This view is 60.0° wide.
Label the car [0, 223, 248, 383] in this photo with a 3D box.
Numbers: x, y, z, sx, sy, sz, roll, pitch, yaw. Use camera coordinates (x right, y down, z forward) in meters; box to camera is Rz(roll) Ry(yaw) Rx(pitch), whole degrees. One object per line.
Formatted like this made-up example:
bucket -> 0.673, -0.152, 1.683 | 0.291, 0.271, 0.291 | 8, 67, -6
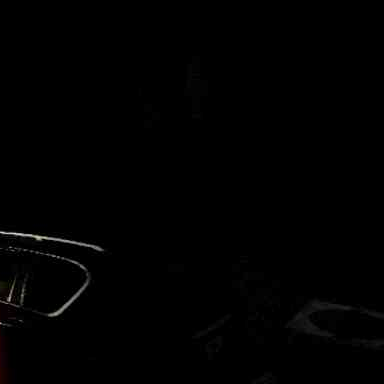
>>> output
car -> -1.763, 1.317, 4.069 | 5.009, 1.841, 2.192 | 0, 0, 36
